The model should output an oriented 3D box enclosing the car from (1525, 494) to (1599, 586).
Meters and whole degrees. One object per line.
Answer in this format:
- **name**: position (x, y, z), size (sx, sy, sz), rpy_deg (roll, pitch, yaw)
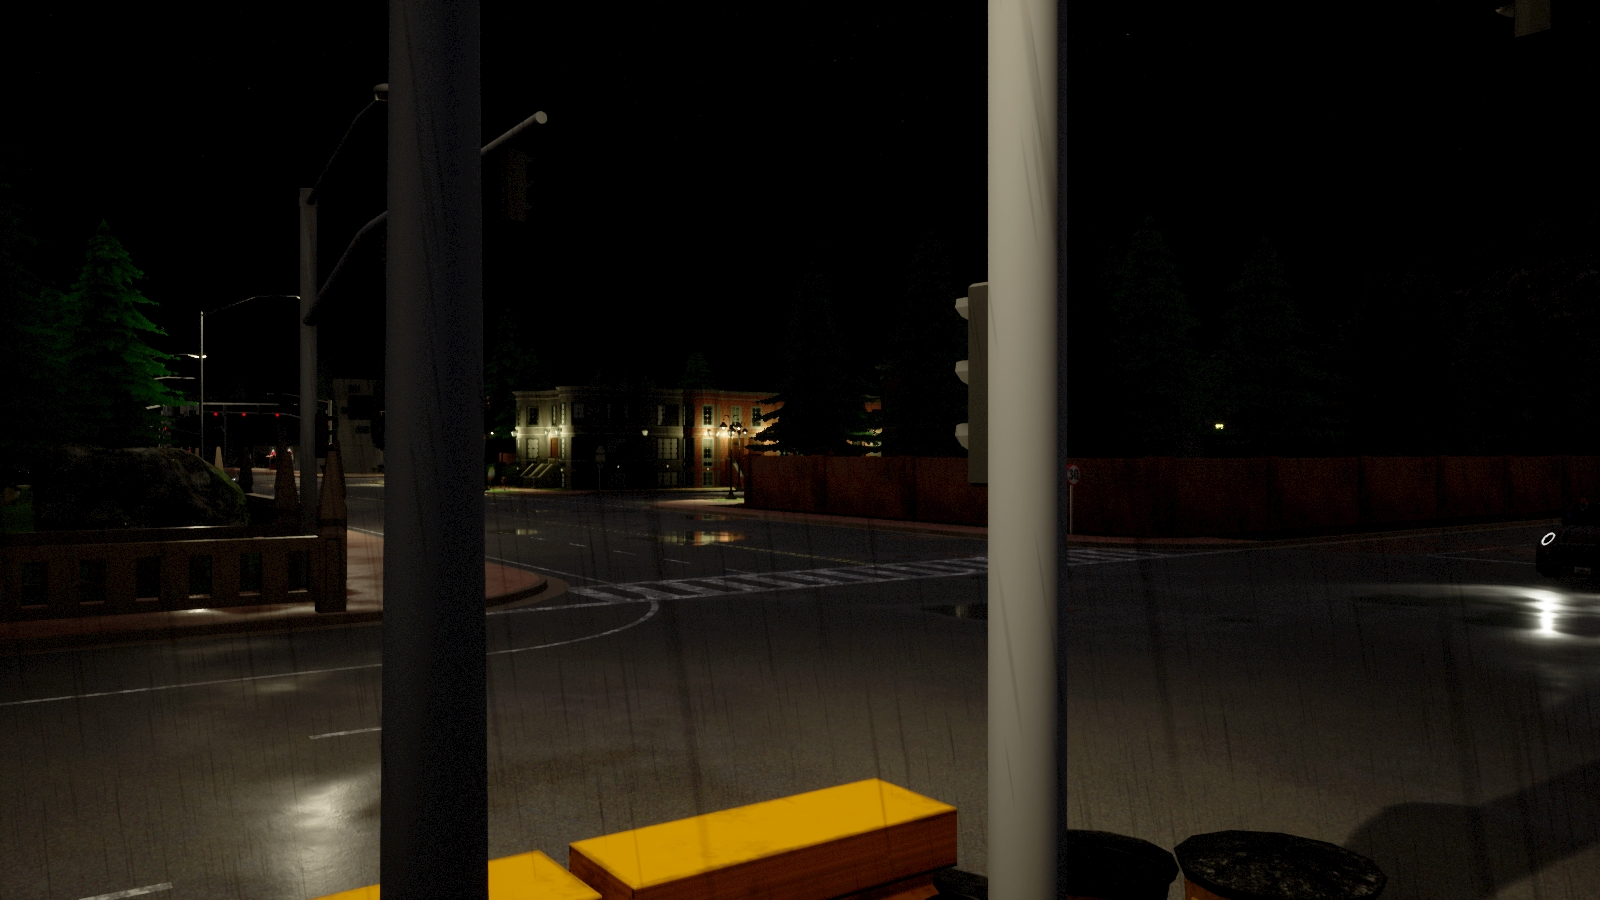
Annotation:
- **car**: position (18.010, 1.906, 24.946), size (4.553, 1.767, 2.097), rpy_deg (0, 0, -35)
